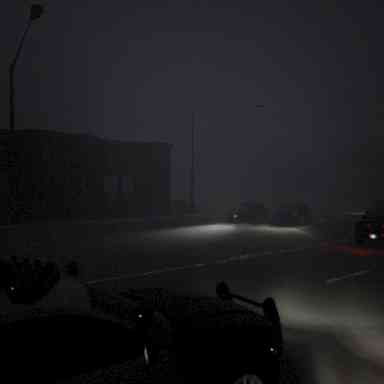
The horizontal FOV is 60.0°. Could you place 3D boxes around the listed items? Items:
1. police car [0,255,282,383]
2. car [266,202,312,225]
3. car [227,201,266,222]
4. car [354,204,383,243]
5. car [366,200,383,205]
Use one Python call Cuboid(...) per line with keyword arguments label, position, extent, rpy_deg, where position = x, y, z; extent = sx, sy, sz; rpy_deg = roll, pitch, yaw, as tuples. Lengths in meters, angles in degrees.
Cuboid(label="police car", position=(-1.298, 1.425, 2.815), extent=(5.238, 1.638, 1.930), rpy_deg=(0, 0, -36))
Cuboid(label="car", position=(7.373, 1.479, 24.383), extent=(1.882, 1.535, 5.008), rpy_deg=(0, 0, 32))
Cuboid(label="car", position=(4.453, 1.493, 26.306), extent=(2.128, 1.511, 4.902), rpy_deg=(0, 0, 32))
Cuboid(label="car", position=(8.966, 1.508, 15.076), extent=(1.837, 1.490, 4.892), rpy_deg=(0, 0, 45))
Cuboid(label="car", position=(17.404, 1.508, 30.573), extent=(1.837, 1.490, 4.892), rpy_deg=(0, 0, 13))
